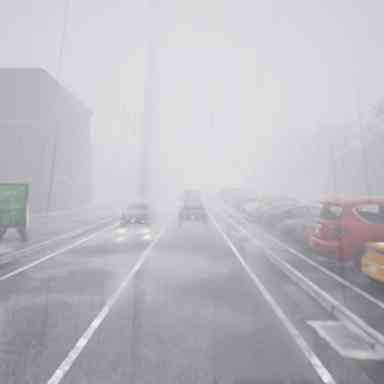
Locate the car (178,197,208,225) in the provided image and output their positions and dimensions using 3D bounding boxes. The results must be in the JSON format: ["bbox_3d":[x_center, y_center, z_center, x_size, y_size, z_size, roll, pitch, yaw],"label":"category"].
[{"bbox_3d":[0.063,1.339,22.854,2.128,1.511,4.902,0,1,0],"label":"car"}]

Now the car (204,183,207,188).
[{"bbox_3d":[6.556,-1.080,92.588,5.008,1.535,2.097,0,3,0],"label":"car"}]

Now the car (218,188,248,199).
[{"bbox_3d":[6.652,0.261,54.445,4.553,1.767,2.185,0,3,0],"label":"car"}]

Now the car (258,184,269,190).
[{"bbox_3d":[19.598,-0.756,87.110,5.008,1.535,2.097,0,3,0],"label":"car"}]

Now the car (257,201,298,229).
[{"bbox_3d":[6.405,1.449,18.237,5.008,1.535,2.097,0,0,0],"label":"car"}]

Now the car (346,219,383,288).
[{"bbox_3d":[6.341,1.499,7.098,5.008,1.535,2.097,0,0,0],"label":"car"}]

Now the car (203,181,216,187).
[{"bbox_3d":[6.593,-1.497,95.344,5.566,2.045,2.435,0,3,0],"label":"car"}]

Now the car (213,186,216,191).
[{"bbox_3d":[6.623,0.123,60.015,4.792,1.488,2.163,0,3,0],"label":"car"}]

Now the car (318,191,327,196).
[{"bbox_3d":[19.607,0.906,43.427,4.792,1.488,2.163,0,2,0],"label":"car"}]

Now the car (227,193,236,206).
[{"bbox_3d":[6.478,1.180,34.957,4.792,1.488,2.163,0,2,0],"label":"car"}]

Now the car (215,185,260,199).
[{"bbox_3d":[6.617,0.404,48.874,5.566,2.045,2.435,0,3,0],"label":"car"}]

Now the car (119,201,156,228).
[{"bbox_3d":[-3.380,1.373,21.394,1.837,1.490,4.892,0,1,0],"label":"car"}]

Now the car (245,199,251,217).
[{"bbox_3d":[6.446,1.423,23.816,4.674,1.452,2.002,0,1,0],"label":"car"}]

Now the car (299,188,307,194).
[{"bbox_3d":[19.713,0.550,51.663,4.792,1.488,2.163,0,3,0],"label":"car"}]

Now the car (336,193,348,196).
[{"bbox_3d":[19.599,1.063,37.848,5.008,1.535,2.097,0,2,0],"label":"car"}]

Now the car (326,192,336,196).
[{"bbox_3d":[19.615,0.974,40.636,5.008,1.535,2.097,0,2,0],"label":"car"}]

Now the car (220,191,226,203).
[{"bbox_3d":[6.527,0.915,43.322,4.792,1.488,2.163,0,2,0],"label":"car"}]

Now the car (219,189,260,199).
[{"bbox_3d":[6.566,0.776,46.098,4.892,1.521,2.231,0,2,0],"label":"car"}]

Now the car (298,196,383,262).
[{"bbox_3d":[6.390,1.240,9.881,5.566,2.045,2.435,0,0,0],"label":"car"}]

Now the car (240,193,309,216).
[{"bbox_3d":[6.490,1.213,26.600,4.553,1.767,2.185,0,1,0],"label":"car"}]

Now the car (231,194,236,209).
[{"bbox_3d":[6.520,1.251,32.170,4.792,1.488,2.163,0,1,0],"label":"car"}]

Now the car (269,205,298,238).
[{"bbox_3d":[6.365,1.500,15.450,4.792,1.488,2.163,0,0,0],"label":"car"}]

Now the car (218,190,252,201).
[{"bbox_3d":[6.599,0.525,51.676,5.008,1.535,2.097,0,3,0],"label":"car"}]

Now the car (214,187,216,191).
[{"bbox_3d":[6.666,0.270,57.235,4.792,1.488,2.163,0,3,0],"label":"car"}]

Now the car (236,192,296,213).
[{"bbox_3d":[6.506,1.159,29.379,4.553,1.767,2.185,0,1,0],"label":"car"}]

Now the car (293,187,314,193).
[{"bbox_3d":[19.704,0.415,54.572,4.674,1.452,2.002,0,3,0],"label":"car"}]

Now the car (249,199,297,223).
[{"bbox_3d":[6.421,1.420,21.026,5.008,1.535,2.097,0,1,0],"label":"car"}]

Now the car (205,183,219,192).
[{"bbox_3d":[6.508,-0.883,89.819,4.792,1.488,2.163,0,3,0],"label":"car"}]

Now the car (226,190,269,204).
[{"bbox_3d":[6.492,0.945,37.739,4.553,1.767,2.185,0,2,0],"label":"car"}]

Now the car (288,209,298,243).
[{"bbox_3d":[6.376,1.523,12.665,4.674,1.452,2.002,0,0,0],"label":"car"}]

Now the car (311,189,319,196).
[{"bbox_3d":[19.837,0.768,46.078,5.366,1.575,1.946,0,3,0],"label":"car"}]

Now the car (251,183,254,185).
[{"bbox_3d":[19.601,-1.051,92.519,4.792,1.488,2.163,0,3,0],"label":"car"}]

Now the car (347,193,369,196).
[{"bbox_3d":[19.581,1.148,34.931,4.892,1.521,2.231,0,2,0],"label":"car"}]

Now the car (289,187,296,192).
[{"bbox_3d":[19.720,0.268,57.353,4.674,1.452,2.002,0,3,0],"label":"car"}]

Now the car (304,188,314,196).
[{"bbox_3d":[19.854,0.647,48.871,5.366,1.575,1.946,0,3,0],"label":"car"}]

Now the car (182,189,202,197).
[{"bbox_3d":[-0.005,0.656,41.493,2.150,2.045,5.566,0,1,1],"label":"car"}]
